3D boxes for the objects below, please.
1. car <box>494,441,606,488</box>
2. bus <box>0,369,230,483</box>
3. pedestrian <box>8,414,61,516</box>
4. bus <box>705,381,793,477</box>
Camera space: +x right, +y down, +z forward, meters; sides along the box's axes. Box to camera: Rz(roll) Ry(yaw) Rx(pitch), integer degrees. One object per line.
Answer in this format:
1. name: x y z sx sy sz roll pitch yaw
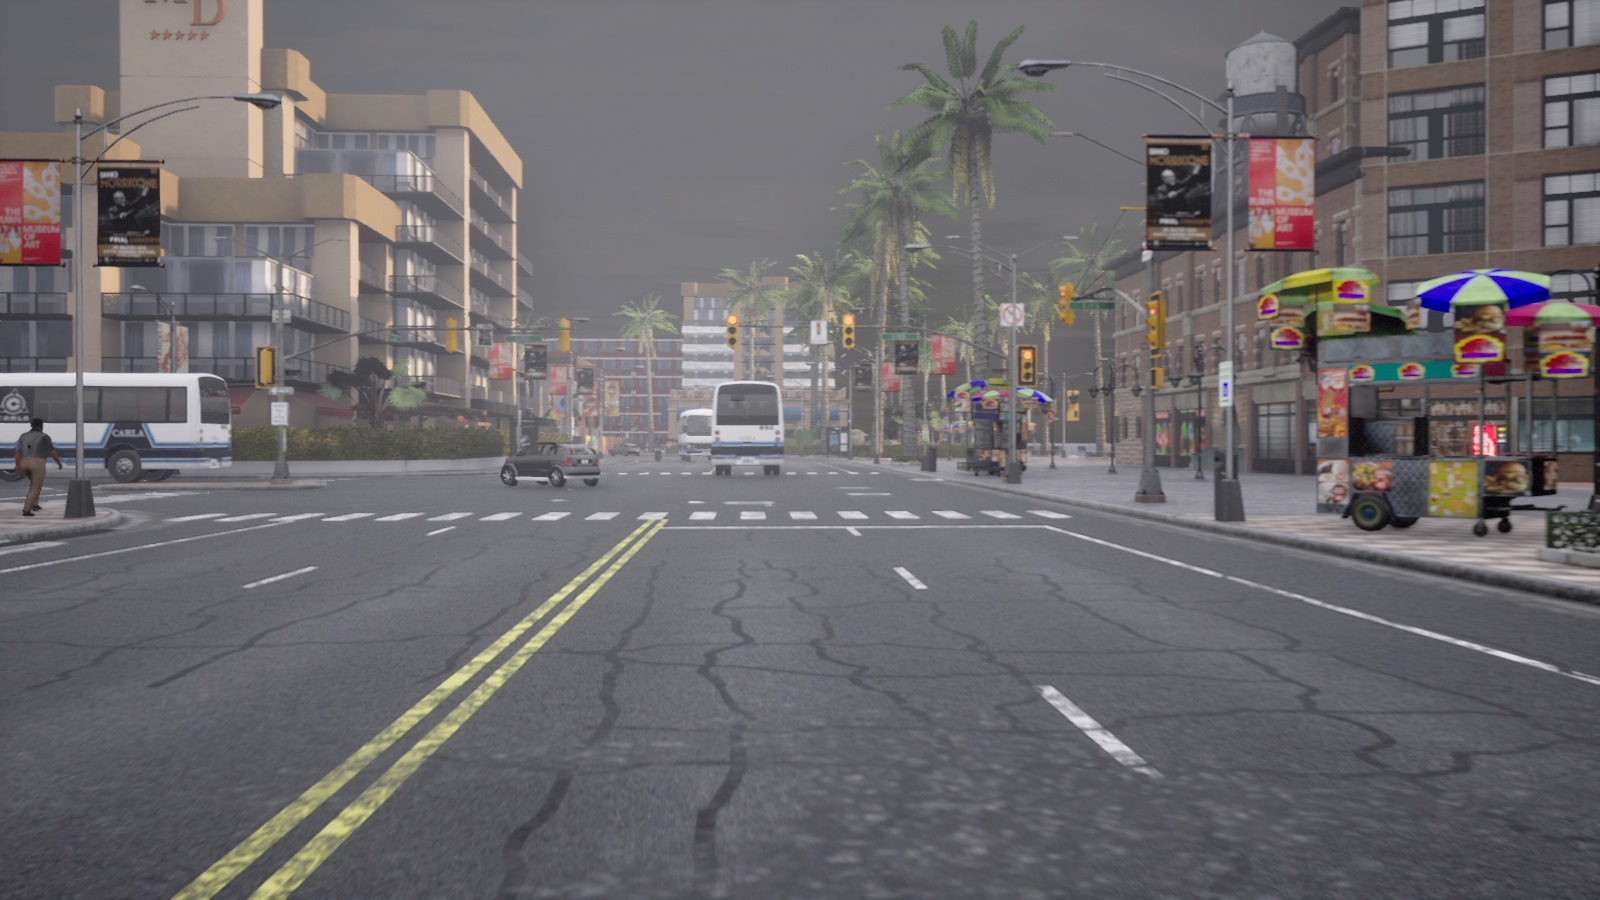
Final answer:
1. car: -8.626 0.480 43.221 3.705 1.549 1.789 0 0 38
2. bus: -28.235 -0.911 48.856 10.273 4.253 3.944 0 0 -3
3. pedestrian: -14.002 0.271 22.981 0.540 1.848 0.694 0 0 0
4. bus: -2.475 -0.974 60.922 3.944 4.253 10.273 0 0 -2
